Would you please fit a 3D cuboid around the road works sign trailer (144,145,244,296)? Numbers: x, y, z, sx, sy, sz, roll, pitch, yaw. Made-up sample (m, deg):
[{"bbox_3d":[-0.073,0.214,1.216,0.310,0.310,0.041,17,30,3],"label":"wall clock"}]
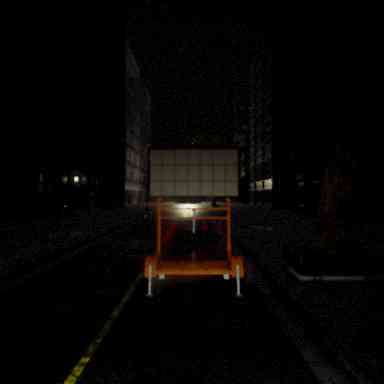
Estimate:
[{"bbox_3d":[0.052,0.558,8.866,2.380,3.560,2.880,0,-1,0],"label":"road works sign trailer"}]
